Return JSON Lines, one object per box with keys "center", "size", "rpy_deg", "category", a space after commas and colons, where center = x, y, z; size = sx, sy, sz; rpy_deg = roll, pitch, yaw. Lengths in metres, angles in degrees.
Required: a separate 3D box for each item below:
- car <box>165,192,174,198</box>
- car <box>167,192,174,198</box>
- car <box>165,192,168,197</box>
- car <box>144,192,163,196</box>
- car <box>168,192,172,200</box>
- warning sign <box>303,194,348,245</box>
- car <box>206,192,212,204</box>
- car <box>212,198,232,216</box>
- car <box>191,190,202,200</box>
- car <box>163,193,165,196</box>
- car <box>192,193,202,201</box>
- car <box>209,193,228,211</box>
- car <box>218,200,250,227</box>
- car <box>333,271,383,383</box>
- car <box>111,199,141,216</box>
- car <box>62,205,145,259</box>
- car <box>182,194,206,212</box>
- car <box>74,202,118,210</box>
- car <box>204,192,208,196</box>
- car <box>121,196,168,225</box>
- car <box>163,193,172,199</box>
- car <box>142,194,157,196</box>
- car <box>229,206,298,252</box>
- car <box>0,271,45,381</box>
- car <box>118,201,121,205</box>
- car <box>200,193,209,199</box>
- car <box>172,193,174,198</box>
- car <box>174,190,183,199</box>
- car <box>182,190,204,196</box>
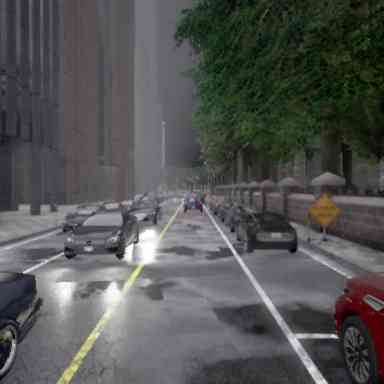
{"center": [-5.705, 0.703, 83.945], "size": [1.967, 1.590, 4.097], "rpy_deg": [0, 0, 0], "category": "car"}
{"center": [-5.701, 0.745, 89.232], "size": [1.752, 1.417, 4.829], "rpy_deg": [0, 0, 0], "category": "car"}
{"center": [-5.724, 1.038, 56.662], "size": [1.887, 1.381, 4.507], "rpy_deg": [0, 0, 0], "category": "car"}
{"center": [-5.731, 0.903, 45.746], "size": [2.192, 1.841, 5.009], "rpy_deg": [0, 1, 0], "category": "car"}
{"center": [-5.716, 0.841, 67.574], "size": [1.967, 1.590, 4.097], "rpy_deg": [0, 0, 0], "category": "car"}
{"center": [5.076, 1.000, 12.746], "size": [1.300, 1.860, 1.060], "rpy_deg": [0, 1, 0], "category": "warning sign"}
{"center": [2.787, 1.126, 34.833], "size": [1.967, 1.590, 4.097], "rpy_deg": [0, 1, 0], "category": "car"}
{"center": [2.779, 1.335, 23.922], "size": [2.008, 1.369, 4.403], "rpy_deg": [0, 1, 0], "category": "car"}
{"center": [0.948, 0.616, 68.779], "size": [2.150, 2.045, 5.566], "rpy_deg": [0, 0, 0], "category": "car"}
{"center": [-5.727, 1.085, 51.204], "size": [1.887, 1.381, 4.507], "rpy_deg": [0, 1, 0], "category": "car"}
{"center": [0.943, 0.949, 62.751], "size": [1.837, 1.490, 4.892], "rpy_deg": [0, 0, 0], "category": "car"}
{"center": [2.783, 1.175, 29.377], "size": [1.967, 1.590, 4.097], "rpy_deg": [0, 1, 0], "category": "car"}
{"center": [2.775, 1.384, 18.465], "size": [2.008, 1.369, 4.403], "rpy_deg": [0, 1, 0], "category": "car"}
{"center": [2.764, 1.296, 2.095], "size": [2.192, 1.841, 5.009], "rpy_deg": [0, 1, 0], "category": "car"}
{"center": [-5.742, 1.316, 29.378], "size": [1.802, 1.307, 4.206], "rpy_deg": [0, 1, 0], "category": "car"}
{"center": [-3.078, 1.414, 12.244], "size": [1.812, 1.442, 4.674], "rpy_deg": [0, 1, 0], "category": "car"}
{"center": [0.123, 1.225, 33.343], "size": [1.812, 1.442, 4.674], "rpy_deg": [0, 0, 0], "category": "car"}
{"center": [-5.750, 1.383, 18.463], "size": [2.008, 1.369, 4.403], "rpy_deg": [0, 1, 0], "category": "car"}
{"center": [2.798, 1.065, 51.373], "size": [1.752, 1.417, 4.829], "rpy_deg": [0, 0, 0], "category": "car"}
{"center": [-3.075, 1.287, 22.511], "size": [2.128, 1.511, 4.902], "rpy_deg": [0, 1, 0], "category": "car"}
{"center": [-5.709, 0.854, 78.489], "size": [1.887, 1.381, 4.507], "rpy_deg": [0, 0, 0], "category": "car"}
{"center": [-5.735, 1.218, 40.292], "size": [1.802, 1.307, 4.206], "rpy_deg": [0, 1, 0], "category": "car"}
{"center": [2.772, 1.448, 13.009], "size": [1.947, 1.339, 4.313], "rpy_deg": [0, 1, 0], "category": "car"}
{"center": [-3.100, 1.523, 2.608], "size": [2.033, 1.411, 5.357], "rpy_deg": [0, 1, 0], "category": "car"}
{"center": [-5.746, 1.365, 23.921], "size": [1.802, 1.307, 4.206], "rpy_deg": [0, 1, 0], "category": "car"}
{"center": [2.816, 0.876, 78.485], "size": [1.947, 1.339, 4.313], "rpy_deg": [0, 0, 0], "category": "car"}
{"center": [-5.712, 0.906, 73.032], "size": [2.008, 1.369, 4.403], "rpy_deg": [0, 0, 0], "category": "car"}
{"center": [-2.947, 0.721, 76.293], "size": [1.837, 1.490, 4.892], "rpy_deg": [0, 0, 0], "category": "car"}
{"center": [0.122, 0.961, 43.457], "size": [2.097, 1.767, 4.553], "rpy_deg": [0, 1, 0], "category": "car"}
